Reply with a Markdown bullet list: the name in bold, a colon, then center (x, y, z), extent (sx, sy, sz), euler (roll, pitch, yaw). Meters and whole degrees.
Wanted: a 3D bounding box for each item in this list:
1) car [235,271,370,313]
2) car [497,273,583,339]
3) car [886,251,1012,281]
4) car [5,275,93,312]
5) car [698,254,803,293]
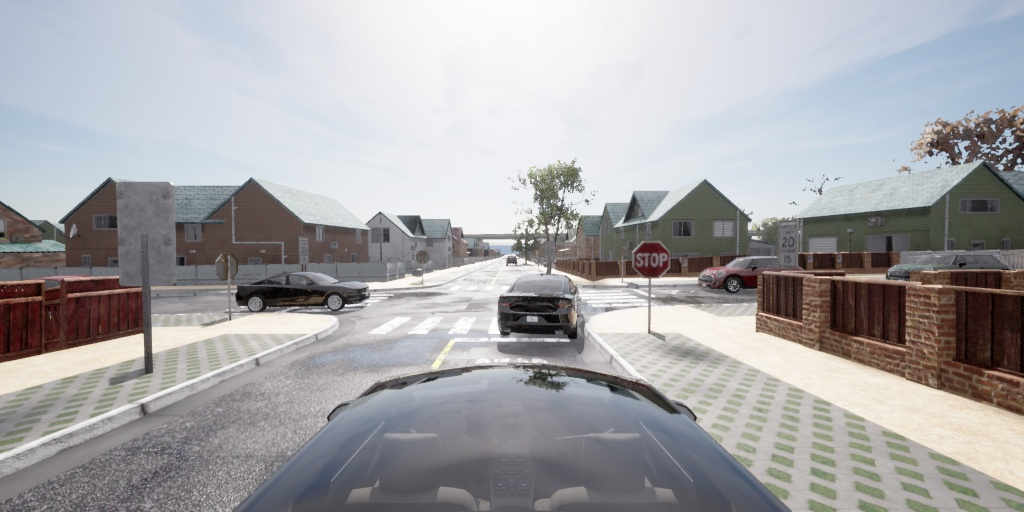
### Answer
- **car**: center (-8.477, 1.377, 14.752), extent (5.008, 1.535, 1.882), euler (-1, 2, 0)
- **car**: center (0.953, 1.224, 10.232), extent (1.882, 1.535, 5.008), euler (0, 0, 12)
- **car**: center (21.691, 0.646, 17.926), extent (4.553, 1.767, 2.097), euler (-1, 2, 0)
- **car**: center (-18.029, 1.547, 14.683), extent (5.008, 1.535, 1.882), euler (-1, 2, 0)
- **car**: center (11.796, 0.820, 17.848), extent (4.553, 1.767, 2.097), euler (-1, 2, 0)
